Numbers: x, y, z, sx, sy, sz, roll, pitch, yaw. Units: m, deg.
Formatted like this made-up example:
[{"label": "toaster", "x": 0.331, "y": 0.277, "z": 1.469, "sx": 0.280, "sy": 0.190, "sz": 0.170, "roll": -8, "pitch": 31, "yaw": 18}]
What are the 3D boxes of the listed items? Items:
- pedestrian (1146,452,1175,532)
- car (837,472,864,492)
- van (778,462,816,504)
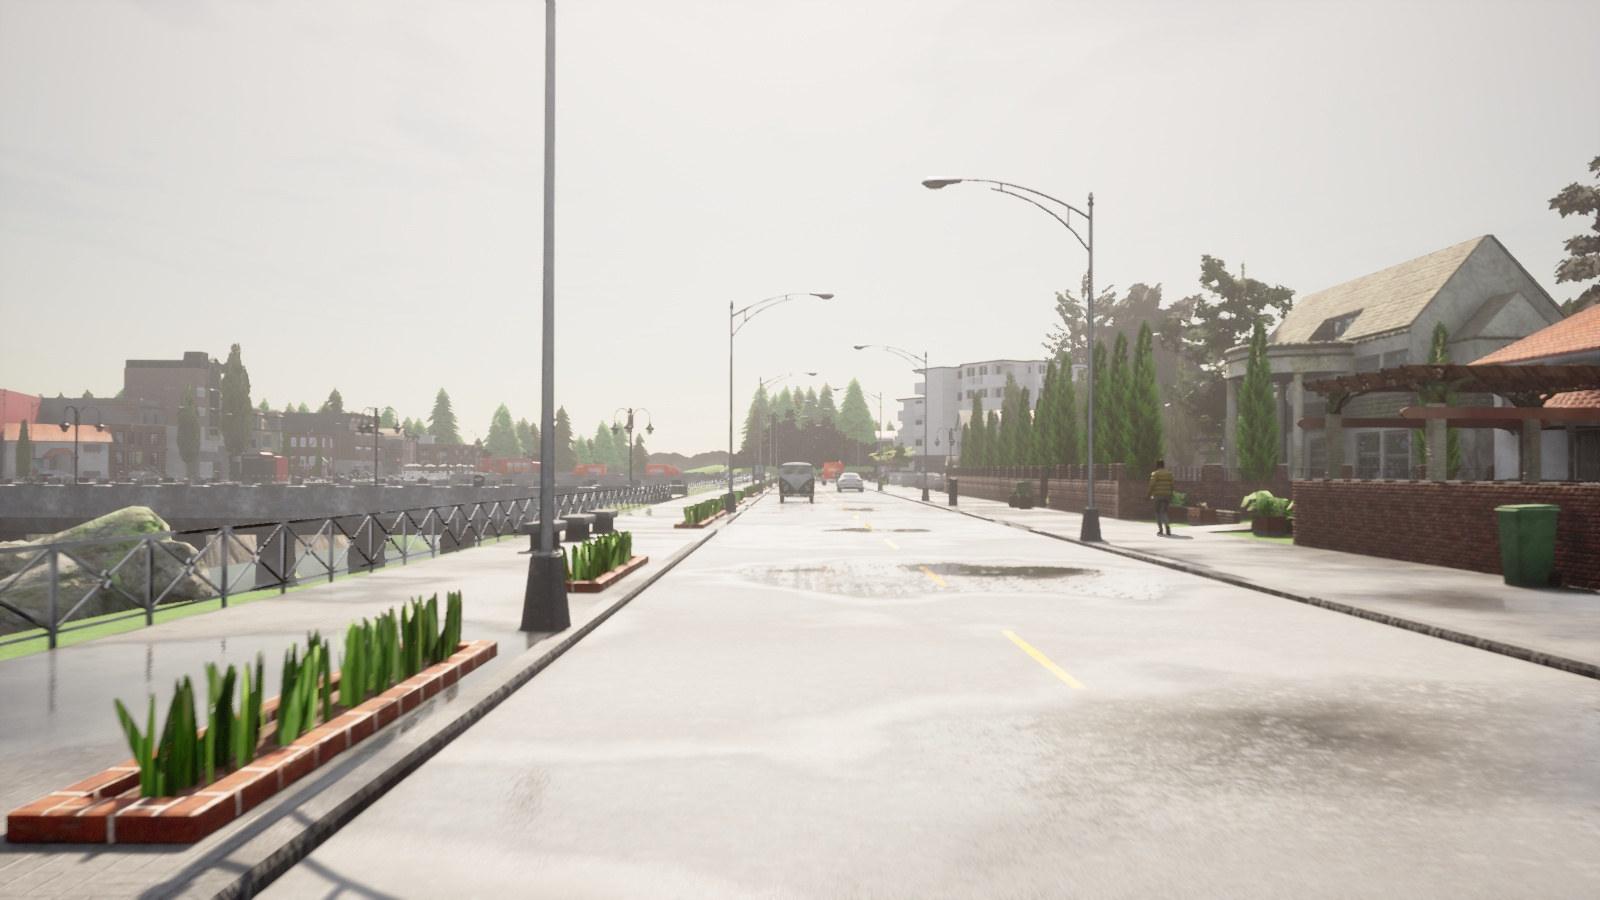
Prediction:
[{"label": "pedestrian", "x": 8.415, "y": 0.982, "z": 29.340, "sx": 0.431, "sy": 1.840, "sz": 0.709, "roll": 0, "pitch": -1, "yaw": -2}, {"label": "car", "x": 3.778, "y": 2.409, "z": 94.622, "sx": 1.812, "sy": 1.442, "sz": 4.674, "roll": 0, "pitch": -1, "yaw": 0}, {"label": "van", "x": -0.147, "y": 1.608, "z": 62.153, "sx": 1.775, "sy": 1.987, "sz": 4.442, "roll": 0, "pitch": -1, "yaw": 0}]
